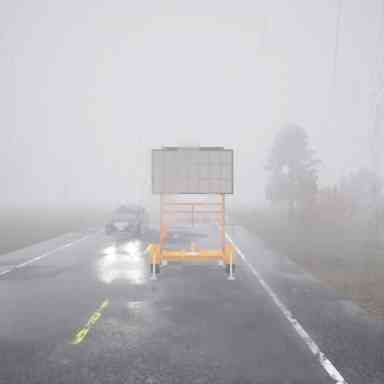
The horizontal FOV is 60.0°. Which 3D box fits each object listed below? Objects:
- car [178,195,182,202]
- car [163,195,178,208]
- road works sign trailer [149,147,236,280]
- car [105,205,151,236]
[{"bbox_3d":[-3.350,1.550,78.526,2.128,1.511,4.902,0,0,0],"label":"car"},{"bbox_3d":[-3.408,1.504,48.216,1.882,1.535,5.008,0,0,0],"label":"car"},{"bbox_3d":[0.019,0.465,9.955,2.380,3.560,2.880,0,0,0],"label":"road works sign trailer"},{"bbox_3d":[-3.465,1.494,18.610,2.128,1.511,4.902,0,0,0],"label":"car"}]
